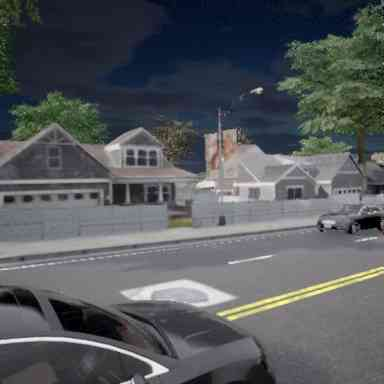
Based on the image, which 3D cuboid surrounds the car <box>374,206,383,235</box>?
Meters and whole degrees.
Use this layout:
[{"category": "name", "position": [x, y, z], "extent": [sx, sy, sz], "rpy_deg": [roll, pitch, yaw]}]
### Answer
[{"category": "car", "position": [10.697, 1.383, 15.301], "extent": [5.008, 1.535, 1.882], "rpy_deg": [-1, 0, -35]}]

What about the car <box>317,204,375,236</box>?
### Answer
[{"category": "car", "position": [8.708, 1.398, 17.874], "extent": [4.902, 1.511, 2.128], "rpy_deg": [-1, 0, -35]}]

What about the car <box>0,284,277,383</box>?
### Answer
[{"category": "car", "position": [-1.458, 1.505, 2.397], "extent": [4.892, 1.490, 1.837], "rpy_deg": [0, 0, -35]}]
